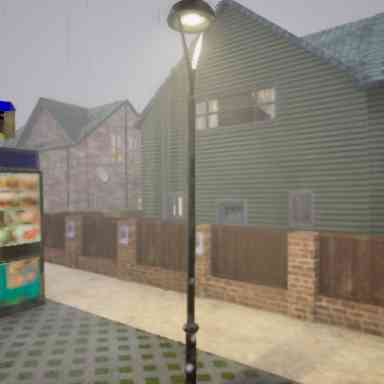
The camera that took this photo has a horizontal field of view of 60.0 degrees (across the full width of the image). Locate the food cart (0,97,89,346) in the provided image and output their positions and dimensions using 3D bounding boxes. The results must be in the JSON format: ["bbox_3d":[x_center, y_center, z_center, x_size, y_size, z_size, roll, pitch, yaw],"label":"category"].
[{"bbox_3d":[-4.448,0.444,6.395,4.660,3.560,2.280,-1,0,35],"label":"food cart"}]
